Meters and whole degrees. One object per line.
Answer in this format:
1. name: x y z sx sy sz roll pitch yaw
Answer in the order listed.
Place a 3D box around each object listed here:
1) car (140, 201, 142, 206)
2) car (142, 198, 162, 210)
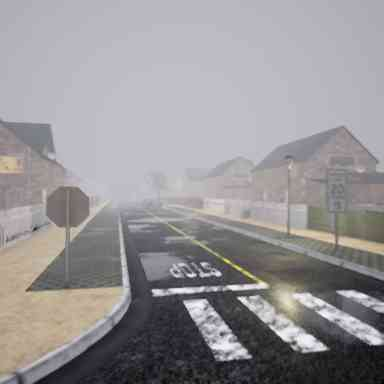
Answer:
1. car: -7.641 1.769 56.671 1.994 1.385 4.181 0 -1 -13
2. car: -5.293 1.625 46.258 2.128 1.511 4.902 0 -1 -13
